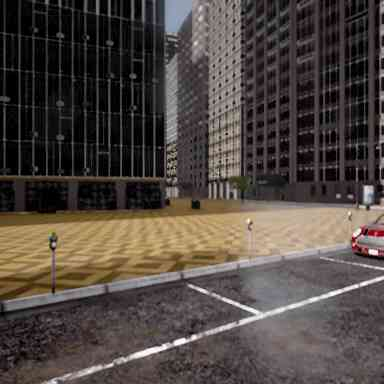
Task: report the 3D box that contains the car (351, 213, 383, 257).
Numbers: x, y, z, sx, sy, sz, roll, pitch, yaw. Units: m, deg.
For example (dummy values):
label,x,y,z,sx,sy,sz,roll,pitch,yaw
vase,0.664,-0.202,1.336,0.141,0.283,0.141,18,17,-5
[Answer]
label,x,y,z,sx,sy,sz,roll,pitch,yaw
car,7.477,1.413,11.890,4.097,1.590,1.967,0,0,-36
